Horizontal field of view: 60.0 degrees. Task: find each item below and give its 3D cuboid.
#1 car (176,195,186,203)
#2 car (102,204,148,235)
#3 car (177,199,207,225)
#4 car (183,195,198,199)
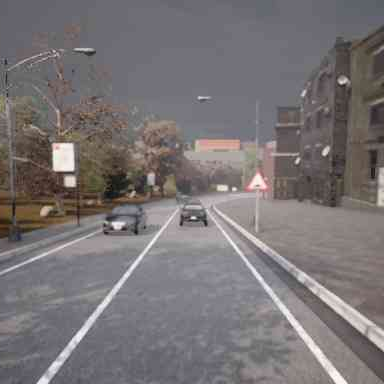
[{"bbox_3d":[-1.523,1.245,59.579,1.812,1.442,4.674,1,1,11],"label":"car"},{"bbox_3d":[-3.599,1.457,18.594,2.128,1.511,4.902,0,0,0],"label":"car"},{"bbox_3d":[0.097,1.482,23.517,1.812,1.442,4.674,0,0,0],"label":"car"},{"bbox_3d":[0.272,1.491,42.247,1.994,1.385,4.181,0,0,2],"label":"car"}]
